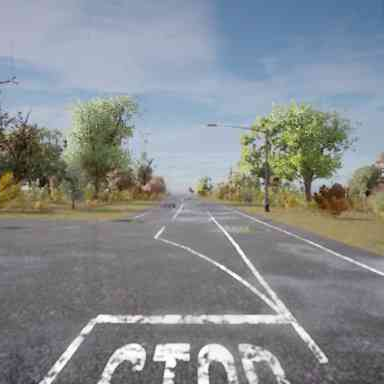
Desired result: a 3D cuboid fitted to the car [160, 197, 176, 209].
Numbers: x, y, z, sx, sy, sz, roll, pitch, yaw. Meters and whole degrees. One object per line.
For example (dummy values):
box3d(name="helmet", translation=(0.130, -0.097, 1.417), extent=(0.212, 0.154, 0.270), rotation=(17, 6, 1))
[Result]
box3d(name="car", translation=(-3.411, 1.520, 48.295), extent=(2.097, 1.767, 4.553), rotation=(0, 0, 0))
